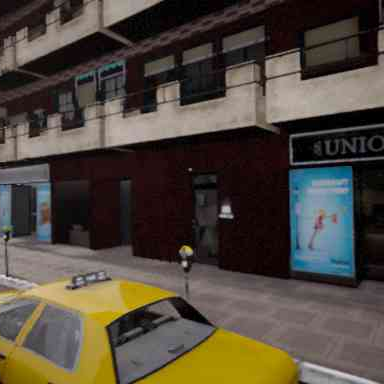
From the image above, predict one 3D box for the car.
[{"bbox_3d":[-1.308,1.540,3.667,4.829,1.417,1.752,0,-1,36],"label":"car"}]
